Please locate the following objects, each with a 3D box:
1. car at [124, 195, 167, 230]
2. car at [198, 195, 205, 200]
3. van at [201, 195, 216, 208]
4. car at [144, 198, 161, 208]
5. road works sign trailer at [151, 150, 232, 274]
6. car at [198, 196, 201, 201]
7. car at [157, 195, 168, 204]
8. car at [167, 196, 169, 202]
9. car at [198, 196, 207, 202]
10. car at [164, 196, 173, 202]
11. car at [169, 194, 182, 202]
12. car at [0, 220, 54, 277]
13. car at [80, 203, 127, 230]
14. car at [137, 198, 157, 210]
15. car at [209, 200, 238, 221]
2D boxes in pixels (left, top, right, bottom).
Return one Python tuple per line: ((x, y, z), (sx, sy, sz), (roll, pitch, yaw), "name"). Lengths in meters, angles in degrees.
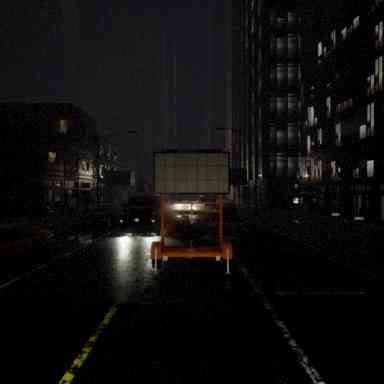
((-3.116, 1.224, 21.555), (2.150, 2.045, 5.566), (0, 0, 0), "car")
((2.622, 1.582, 92.988), (1.752, 1.417, 4.829), (0, 0, 0), "car")
((2.652, 1.357, 48.625), (1.690, 1.788, 3.998), (0, 0, 0), "van")
((-5.727, 1.560, 48.616), (1.887, 1.381, 4.507), (0, 0, 0), "car")
((-0.007, 0.465, 10.545), (2.380, 3.560, 2.880), (0, 0, 0), "road works sign trailer")
((2.642, 1.555, 65.367), (1.752, 1.417, 4.829), (0, 0, 0), "car")
((-5.739, 1.470, 65.188), (1.967, 1.590, 4.097), (0, 0, 0), "car")
((-5.734, 1.591, 59.664), (1.947, 1.339, 4.313), (0, 0, 0), "car")
((2.630, 1.596, 81.771), (2.008, 1.369, 4.403), (0, 0, 0), "car")
((-5.750, 1.627, 81.761), (1.802, 1.307, 4.206), (0, 0, 0), "car")
((-3.043, 1.249, 62.613), (2.150, 2.045, 5.566), (0, 0, 0), "car")
((-5.699, 1.526, 9.776), (1.752, 1.417, 4.829), (0, 0, 0), "car")
((-5.707, 1.553, 20.996), (2.008, 1.369, 4.403), (0, 0, 0), "car")
((-5.723, 1.562, 43.092), (2.008, 1.369, 4.403), (0, 0, 0), "car")
((2.669, 1.555, 26.528), (2.008, 1.369, 4.403), (0, 0, 0), "car")
